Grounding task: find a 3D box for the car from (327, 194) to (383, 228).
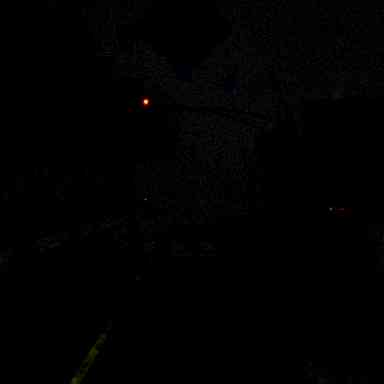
[{"bbox_3d":[11.416,1.138,20.892,5.566,2.045,2.150,0,-1,0],"label":"car"}]
